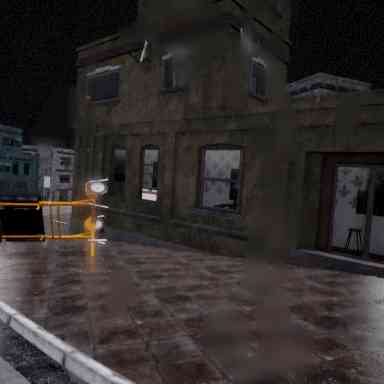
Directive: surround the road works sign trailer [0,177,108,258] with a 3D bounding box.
[{"bbox_3d":[-4.861,1.155,11.776,3.560,2.380,2.880,2,43,-17],"label":"road works sign trailer"}]
